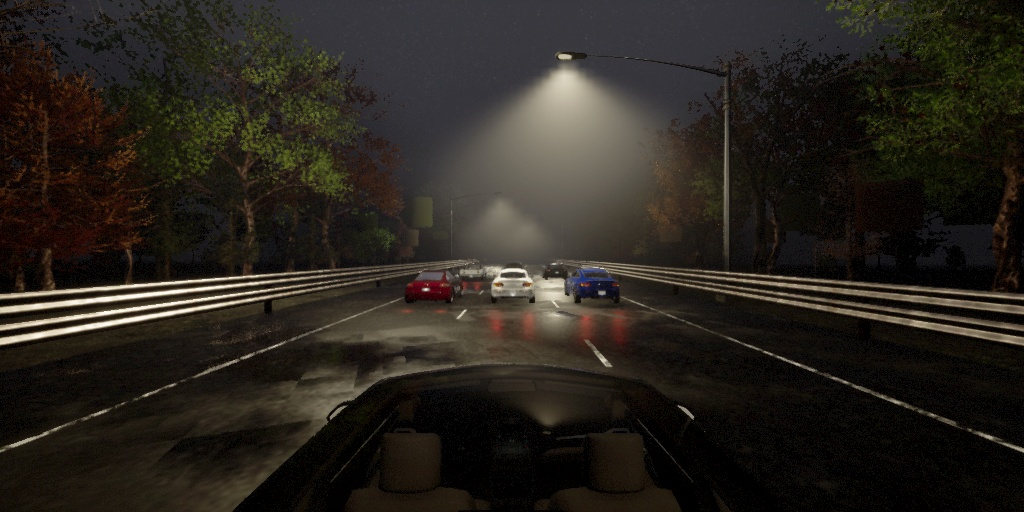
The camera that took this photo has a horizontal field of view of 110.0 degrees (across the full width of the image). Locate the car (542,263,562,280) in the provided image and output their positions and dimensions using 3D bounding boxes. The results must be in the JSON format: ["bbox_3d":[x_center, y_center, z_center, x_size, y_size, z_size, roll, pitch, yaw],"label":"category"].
[{"bbox_3d":[3.708,1.320,31.324,1.994,1.385,4.181,0,0,1],"label":"car"}]

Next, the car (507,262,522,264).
[{"bbox_3d":[0.209,1.264,31.373,1.837,1.490,4.892,0,0,1],"label":"car"}]

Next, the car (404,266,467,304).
[{"bbox_3d":[-3.448,1.322,16.435,1.994,1.385,4.181,0,0,0],"label":"car"}]

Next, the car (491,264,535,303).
[{"bbox_3d":[0.052,1.282,16.411,1.812,1.442,4.674,0,0,0],"label":"car"}]

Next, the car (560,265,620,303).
[{"bbox_3d":[3.552,1.282,16.387,1.812,1.442,4.674,0,0,0],"label":"car"}]

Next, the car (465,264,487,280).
[{"bbox_3d":[-3.291,1.364,31.452,1.895,1.301,4.718,0,0,1],"label":"car"}]
